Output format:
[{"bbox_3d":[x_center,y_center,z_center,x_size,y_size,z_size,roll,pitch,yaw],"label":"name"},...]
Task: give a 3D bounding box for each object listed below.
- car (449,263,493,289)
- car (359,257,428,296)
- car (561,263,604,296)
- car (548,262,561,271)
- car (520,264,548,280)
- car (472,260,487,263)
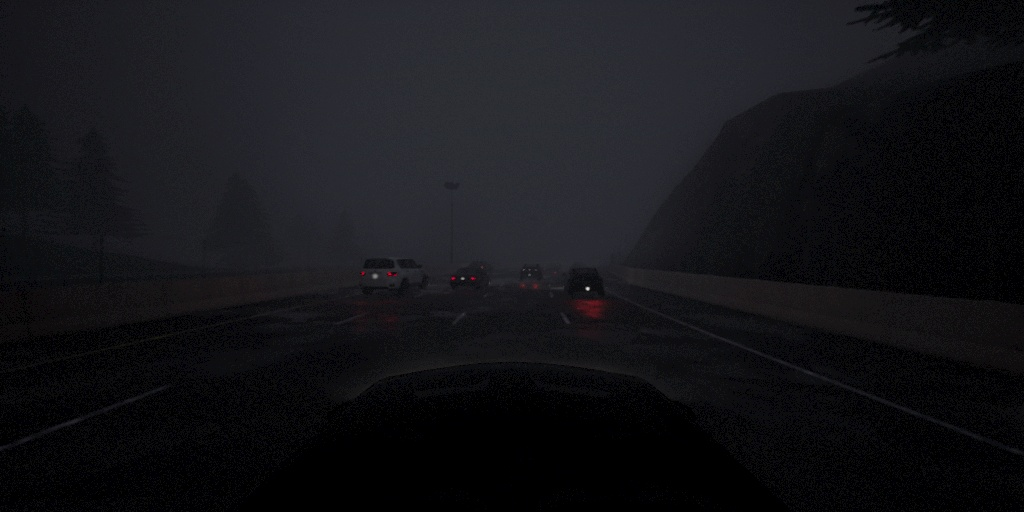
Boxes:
[{"bbox_3d":[-2.739,1.431,24.246,2.033,1.411,5.357,0,0,6],"label":"car"},{"bbox_3d":[-6.594,1.077,20.545,2.150,2.045,5.566,0,0,5],"label":"car"},{"bbox_3d":[3.988,1.375,20.314,1.837,1.490,4.892,-1,0,5],"label":"car"},{"bbox_3d":[6.612,1.616,56.071,1.812,1.442,4.674,0,0,16],"label":"car"},{"bbox_3d":[1.909,1.438,33.468,2.128,1.511,4.902,0,0,9],"label":"car"},{"bbox_3d":[-3.664,1.342,42.199,2.097,1.767,4.553,0,0,11],"label":"car"}]
